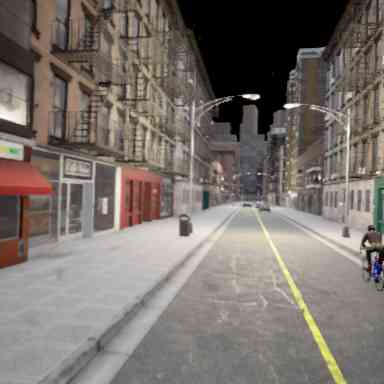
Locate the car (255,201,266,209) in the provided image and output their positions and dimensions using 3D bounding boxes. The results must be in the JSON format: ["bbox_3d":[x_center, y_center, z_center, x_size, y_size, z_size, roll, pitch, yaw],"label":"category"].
[{"bbox_3d":[14.764,2.860,72.164,2.128,1.511,4.902,2,-1,10],"label":"car"}]

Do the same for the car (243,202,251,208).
[{"bbox_3d":[12.639,2.910,76.093,1.895,1.301,4.718,2,-1,10],"label":"car"}]

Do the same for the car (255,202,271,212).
[{"bbox_3d":[11.923,2.568,54.776,2.033,1.411,5.357,2,-1,10],"label":"car"}]

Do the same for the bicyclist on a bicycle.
[{"bbox_3d":[4.828,1.709,8.890,0.582,1.620,1.656,2,-1,10],"label":"bicyclist on a bicycle"}]
